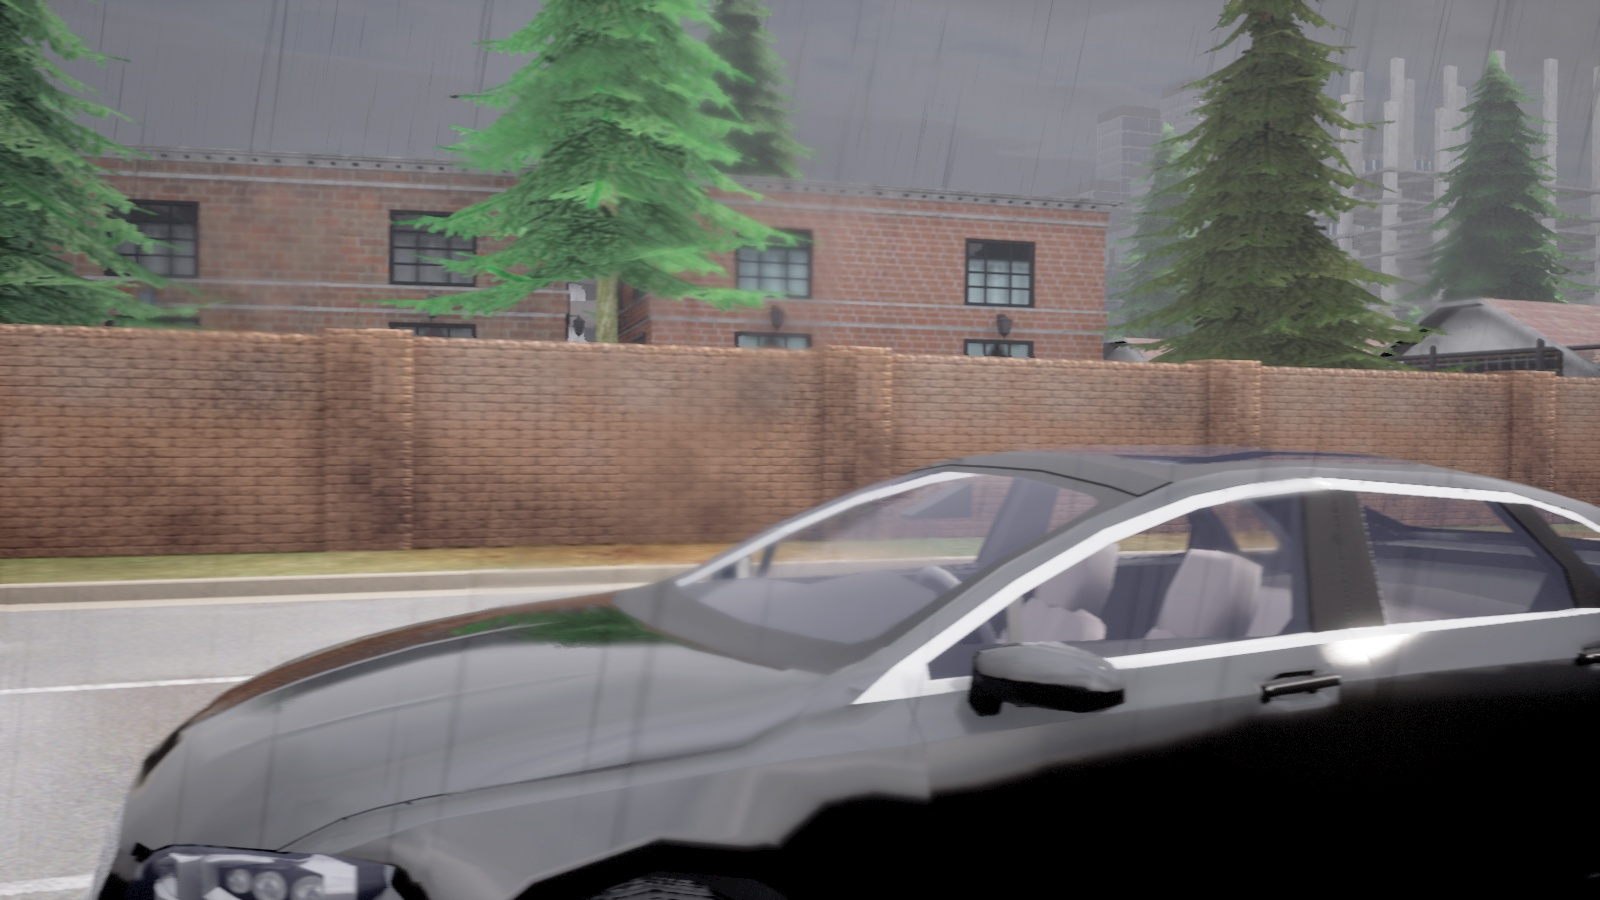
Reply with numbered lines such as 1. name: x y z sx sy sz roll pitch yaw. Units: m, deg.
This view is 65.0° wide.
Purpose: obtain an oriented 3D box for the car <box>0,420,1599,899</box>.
1. car: 0.732 0.689 3.517 4.902 1.511 2.128 -1 1 -22
